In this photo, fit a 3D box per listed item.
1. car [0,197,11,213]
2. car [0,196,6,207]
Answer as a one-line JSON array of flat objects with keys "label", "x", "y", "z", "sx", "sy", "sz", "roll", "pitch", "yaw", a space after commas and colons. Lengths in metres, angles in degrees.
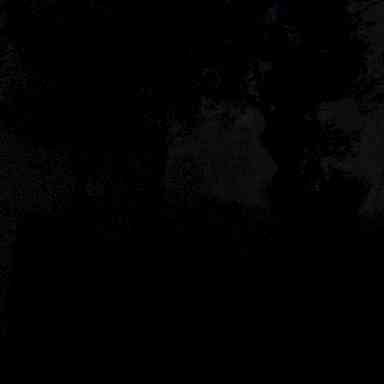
[{"label": "car", "x": -22.843, "y": 1.651, "z": 39.756, "sx": 2.128, "sy": 1.511, "sz": 4.902, "roll": 0, "pitch": 1, "yaw": -30}, {"label": "car", "x": -29.722, "y": 1.397, "z": 50.908, "sx": 1.994, "sy": 1.385, "sz": 4.181, "roll": 0, "pitch": 2, "yaw": -33}]
